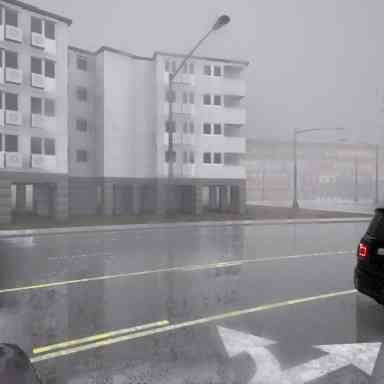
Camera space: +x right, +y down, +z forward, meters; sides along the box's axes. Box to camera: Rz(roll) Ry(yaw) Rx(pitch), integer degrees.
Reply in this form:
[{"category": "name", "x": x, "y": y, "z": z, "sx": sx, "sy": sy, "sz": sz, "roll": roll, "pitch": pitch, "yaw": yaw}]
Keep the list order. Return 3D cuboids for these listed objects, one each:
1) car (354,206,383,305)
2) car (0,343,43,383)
[{"category": "car", "x": 5.671, "y": 1.221, "z": 6.277, "sx": 5.566, "sy": 2.045, "sz": 2.150, "roll": 0, "pitch": 0, "yaw": -23}, {"category": "car", "x": -3.341, "y": 1.547, "z": 1.221, "sx": 5.357, "sy": 1.411, "sz": 2.033, "roll": 0, "pitch": 0, "yaw": -37}]
